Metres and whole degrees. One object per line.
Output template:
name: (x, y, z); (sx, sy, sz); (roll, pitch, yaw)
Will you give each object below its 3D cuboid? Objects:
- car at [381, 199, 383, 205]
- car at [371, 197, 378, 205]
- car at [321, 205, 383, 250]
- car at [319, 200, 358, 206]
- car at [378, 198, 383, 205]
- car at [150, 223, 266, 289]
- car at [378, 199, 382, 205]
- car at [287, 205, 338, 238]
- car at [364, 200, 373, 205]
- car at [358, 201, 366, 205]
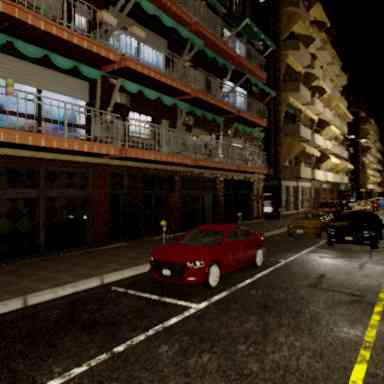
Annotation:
car: (40.689, 2.076, 69.231); (1.947, 1.339, 4.313); (-1, -1, 34)
car: (19.133, 1.704, 37.108); (1.967, 1.590, 4.097); (-1, -1, 34)
car: (7.618, 1.585, 15.277); (1.882, 1.535, 5.008); (-1, -1, 34)
car: (9.893, 1.485, 23.343); (2.192, 1.841, 5.009); (-1, -1, 34)
car: (25.292, 1.876, 46.286); (1.887, 1.381, 4.507); (-1, -1, 34)
car: (0.658, 1.626, 9.573); (1.887, 1.381, 4.507); (-1, -1, 34)
car: (22.213, 1.863, 41.696); (1.947, 1.339, 4.313); (-1, -1, 34)
car: (6.722, 1.664, 18.611); (1.752, 1.417, 4.829); (-1, -1, 34)
car: (16.055, 1.783, 32.518); (2.008, 1.369, 4.403); (-1, -1, 34)
car: (12.976, 1.751, 27.929); (2.008, 1.369, 4.403); (-1, -1, 34)
